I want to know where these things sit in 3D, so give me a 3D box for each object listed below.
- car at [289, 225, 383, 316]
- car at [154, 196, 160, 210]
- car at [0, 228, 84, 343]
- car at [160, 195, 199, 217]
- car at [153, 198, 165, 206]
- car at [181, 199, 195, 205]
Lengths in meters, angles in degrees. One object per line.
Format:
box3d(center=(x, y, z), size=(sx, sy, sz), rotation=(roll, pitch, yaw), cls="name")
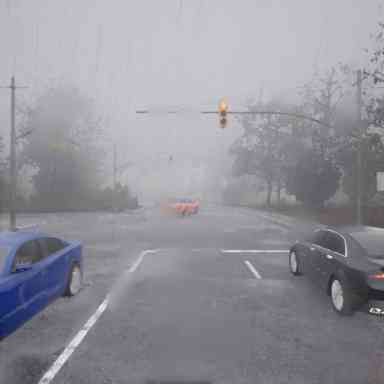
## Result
box3d(center=(3.602, 1.505, 7.477), size=(1.837, 1.490, 4.892), rotation=(0, 0, 1), cls="car")
box3d(center=(-3.950, 1.626, 43.602), size=(2.033, 1.411, 5.357), rotation=(0, -1, -3), cls="car")
box3d(center=(-3.462, 1.477, 5.707), size=(1.882, 1.535, 5.008), rotation=(0, 0, 1), cls="car")
box3d(center=(-0.943, 1.355, 31.969), size=(2.097, 1.767, 4.553), rotation=(0, 0, 20), cls="car")
box3d(center=(-6.530, 1.989, 65.661), size=(1.837, 1.490, 4.892), rotation=(0, -1, -11), cls="car")
box3d(center=(-0.851, 2.199, 72.526), size=(1.895, 1.301, 4.718), rotation=(0, -1, -16), cls="car")
